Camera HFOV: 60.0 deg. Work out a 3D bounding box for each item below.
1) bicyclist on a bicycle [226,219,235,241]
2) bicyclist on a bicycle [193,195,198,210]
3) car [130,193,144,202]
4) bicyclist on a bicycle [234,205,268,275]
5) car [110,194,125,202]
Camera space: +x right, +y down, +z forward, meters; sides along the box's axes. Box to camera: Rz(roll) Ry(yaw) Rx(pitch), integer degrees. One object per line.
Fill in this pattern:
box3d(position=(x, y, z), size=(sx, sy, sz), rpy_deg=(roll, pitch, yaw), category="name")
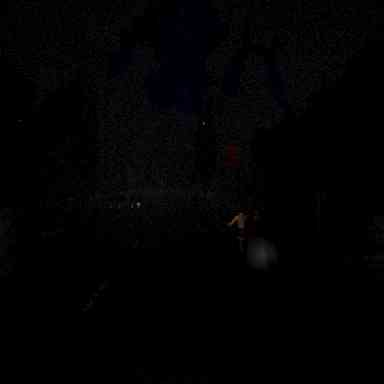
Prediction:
box3d(position=(1.563, 1.282, 10.668), size=(0.866, 1.612, 1.509), rpy_deg=(0, -1, -2), category="bicyclist on a bicycle")
box3d(position=(0.376, 1.202, 38.188), size=(0.582, 1.620, 1.656), rpy_deg=(0, 1, -3), category="bicyclist on a bicycle")
box3d(position=(-9.208, 0.906, 55.858), size=(2.128, 1.511, 4.902), rpy_deg=(0, 1, -3), category="car")
box3d(position=(1.719, 1.222, 8.991), size=(0.659, 1.776, 1.843), rpy_deg=(-1, 1, -3), category="bicyclist on a bicycle")
box3d(position=(-12.453, 1.012, 55.679), size=(1.895, 1.301, 4.718), rpy_deg=(0, 1, -3), category="car")
